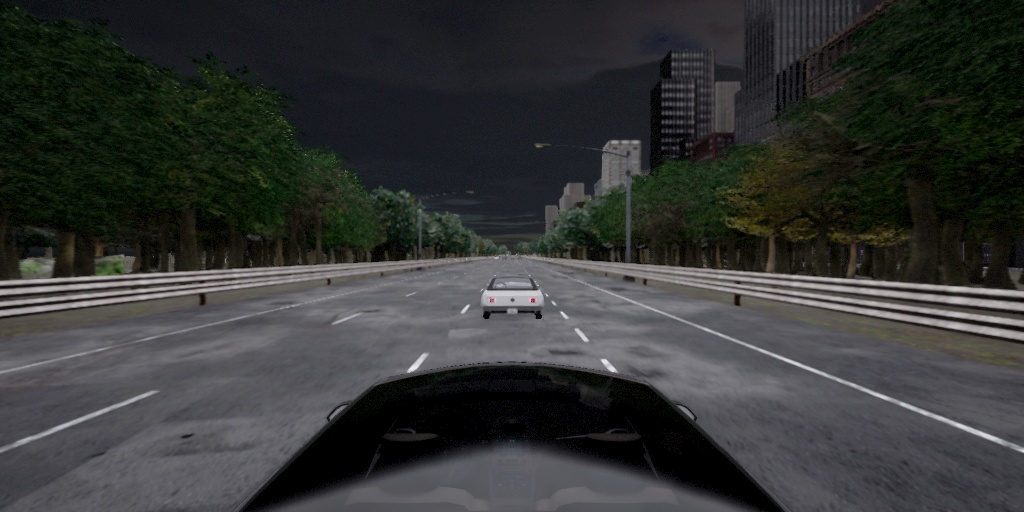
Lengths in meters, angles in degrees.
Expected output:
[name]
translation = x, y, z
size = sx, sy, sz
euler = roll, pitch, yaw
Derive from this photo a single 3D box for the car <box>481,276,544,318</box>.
[car]
translation = 0.015, 1.342, 12.814
size = 1.895, 1.301, 4.718
euler = 0, 0, 0
